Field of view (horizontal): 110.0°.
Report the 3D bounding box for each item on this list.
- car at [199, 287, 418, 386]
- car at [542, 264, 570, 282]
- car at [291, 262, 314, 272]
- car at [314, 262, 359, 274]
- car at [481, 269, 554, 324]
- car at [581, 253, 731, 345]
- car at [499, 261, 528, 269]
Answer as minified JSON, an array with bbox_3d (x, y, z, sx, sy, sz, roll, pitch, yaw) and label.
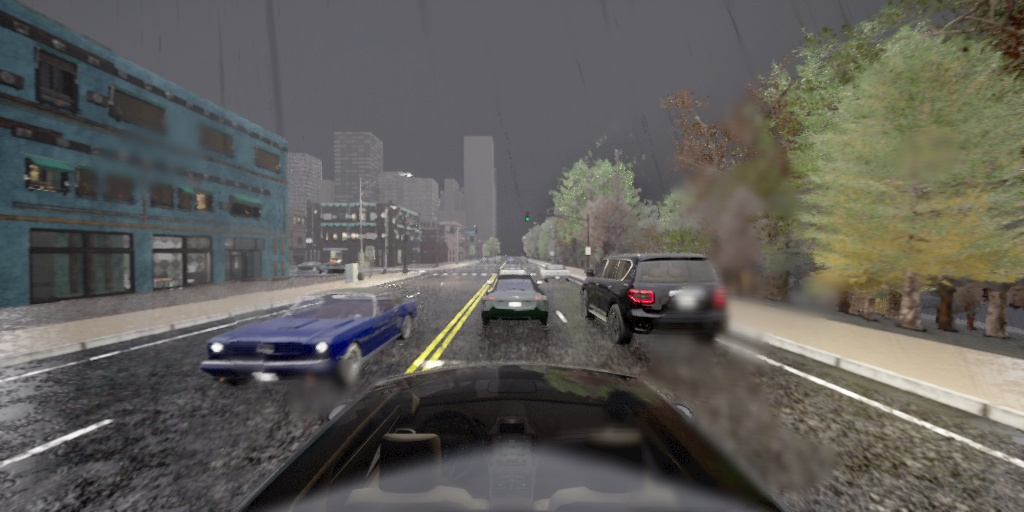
[{"bbox_3d":[-3.357,1.341,7.092,1.895,1.301,4.718,0,0,0],"label":"car"},{"bbox_3d":[3.308,1.295,28.249,1.895,1.301,4.718,0,0,0],"label":"car"},{"bbox_3d":[-28.359,1.477,50.056,4.403,1.370,2.007,0,0,0],"label":"car"},{"bbox_3d":[-20.011,1.494,41.558,4.313,1.339,1.948,0,0,0],"label":"car"},{"bbox_3d":[0.084,1.293,11.849,1.994,1.385,4.181,0,0,0],"label":"car"},{"bbox_3d":[3.337,0.954,9.527,2.150,2.045,5.566,0,0,0],"label":"car"},{"bbox_3d":[0.058,1.296,28.299,1.895,1.301,4.718,0,0,0],"label":"car"}]
